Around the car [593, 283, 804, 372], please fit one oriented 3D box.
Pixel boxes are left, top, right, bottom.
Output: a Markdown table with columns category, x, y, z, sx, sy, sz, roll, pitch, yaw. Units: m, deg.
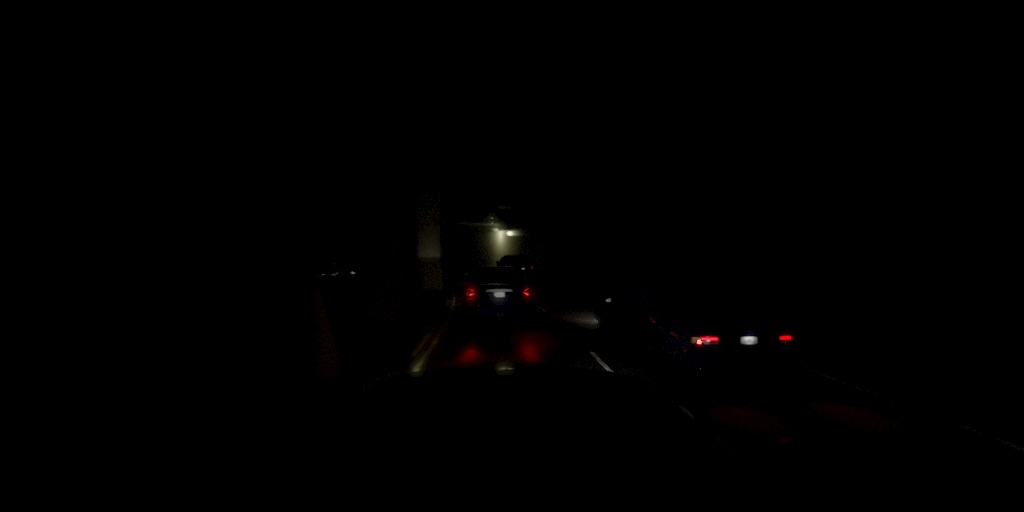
| category | x | y | z | sx | sy | sz | roll | pitch | yaw |
| --- | --- | --- | --- | --- | --- | --- | --- | --- | --- |
| car | 3.367 | 1.302 | 7.830 | 2.033 | 1.411 | 5.357 | 0 | 0 | -3 |

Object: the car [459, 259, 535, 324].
| category | x | y | z | sx | sy | sz | roll | pitch | yaw |
| --- | --- | --- | --- | --- | --- | --- | --- | --- | --- |
| car | -0.556 | 1.113 | 12.202 | 2.097 | 1.767 | 4.553 | 0 | 0 | -6 |

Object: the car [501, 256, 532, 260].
| category | x | y | z | sx | sy | sz | roll | pitch | yaw |
| --- | --- | --- | --- | --- | --- | --- | --- | --- | --- |
| car | 0.086 | 0.998 | 27.914 | 2.150 | 2.045 | 5.566 | 0 | 0 | -15 |

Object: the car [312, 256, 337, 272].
| category | x | y | z | sx | sy | sz | roll | pitch | yaw |
| --- | --- | --- | --- | --- | --- | --- | --- | --- | --- |
| car | -25.912 | 1.033 | 48.870 | 5.566 | 2.045 | 2.150 | 0 | 0 | 44 |

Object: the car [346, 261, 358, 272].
| category | x | y | z | sx | sy | sz | roll | pitch | yaw |
| --- | --- | --- | --- | --- | --- | --- | --- | --- | --- |
| car | -20.918 | 1.371 | 48.337 | 1.994 | 1.385 | 4.181 | 0 | 0 | -38 |

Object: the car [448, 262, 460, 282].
| category | x | y | z | sx | sy | sz | roll | pitch | yaw |
| --- | --- | --- | --- | --- | --- | --- | --- | --- | --- |
| car | -4.176 | 1.258 | 29.963 | 1.882 | 1.535 | 5.008 | 0 | 0 | -17 |
